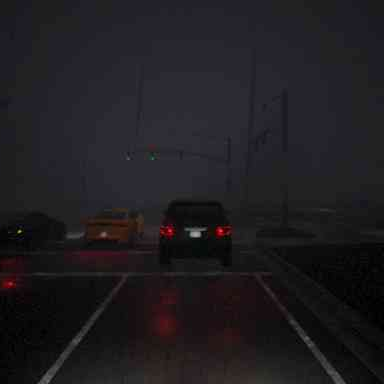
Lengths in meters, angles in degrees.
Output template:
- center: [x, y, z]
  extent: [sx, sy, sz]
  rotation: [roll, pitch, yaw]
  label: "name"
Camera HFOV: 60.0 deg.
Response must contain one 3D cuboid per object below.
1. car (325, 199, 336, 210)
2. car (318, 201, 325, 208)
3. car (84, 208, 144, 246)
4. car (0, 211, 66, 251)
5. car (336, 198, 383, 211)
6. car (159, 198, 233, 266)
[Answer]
- center: [19.914, 1.543, 42.087]
  extent: [4.674, 1.442, 1.812]
  rotation: [0, 0, 1]
  label: "car"
- center: [19.551, 1.582, 45.587]
  extent: [4.181, 1.385, 1.994]
  rotation: [0, 0, 1]
  label: "car"
- center: [-3.404, 1.484, 15.336]
  extent: [1.882, 1.535, 5.008]
  rotation: [0, 0, 0]
  label: "car"
- center: [-6.904, 1.531, 13.915]
  extent: [1.812, 1.442, 4.674]
  rotation: [0, 0, 0]
  label: "car"
- center: [20.069, 1.563, 38.590]
  extent: [5.357, 1.411, 2.033]
  rotation: [0, 0, 1]
  label: "car"
- center: [0.153, 1.227, 11.653]
  extent: [2.150, 2.045, 5.566]
  rotation: [0, 0, 1]
  label: "car"
